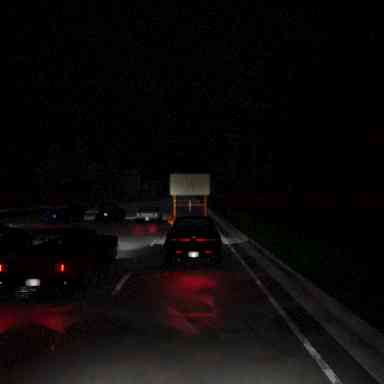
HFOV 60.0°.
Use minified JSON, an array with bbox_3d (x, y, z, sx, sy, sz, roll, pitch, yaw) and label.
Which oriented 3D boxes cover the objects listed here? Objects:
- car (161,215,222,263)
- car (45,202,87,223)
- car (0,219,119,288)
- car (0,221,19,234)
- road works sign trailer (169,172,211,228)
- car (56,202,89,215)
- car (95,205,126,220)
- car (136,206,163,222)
[{"bbox_3d":[0.038,1.617,12.383,1.837,1.490,4.892,0,0,0],"label":"car"},{"bbox_3d":[-10.551,1.725,27.943,1.882,1.535,5.008,0,0,0],"label":"car"},{"bbox_3d":[-3.444,1.685,9.428,1.895,1.301,4.718,0,0,0],"label":"car"},{"bbox_3d":[-6.952,1.597,10.618,1.837,1.490,4.892,0,-1,0],"label":"car"},{"bbox_3d":[-0.114,0.633,19.142,2.380,3.560,2.880,0,0,-3],"label":"road works sign trailer"},{"bbox_3d":[-14.124,1.898,39.630,2.033,1.411,5.357,0,0,-1],"label":"car"},{"bbox_3d":[-7.058,1.823,29.169,1.994,1.385,4.181,0,0,0],"label":"car"},{"bbox_3d":[-3.554,1.853,28.523,1.895,1.301,4.718,0,0,0],"label":"car"}]
